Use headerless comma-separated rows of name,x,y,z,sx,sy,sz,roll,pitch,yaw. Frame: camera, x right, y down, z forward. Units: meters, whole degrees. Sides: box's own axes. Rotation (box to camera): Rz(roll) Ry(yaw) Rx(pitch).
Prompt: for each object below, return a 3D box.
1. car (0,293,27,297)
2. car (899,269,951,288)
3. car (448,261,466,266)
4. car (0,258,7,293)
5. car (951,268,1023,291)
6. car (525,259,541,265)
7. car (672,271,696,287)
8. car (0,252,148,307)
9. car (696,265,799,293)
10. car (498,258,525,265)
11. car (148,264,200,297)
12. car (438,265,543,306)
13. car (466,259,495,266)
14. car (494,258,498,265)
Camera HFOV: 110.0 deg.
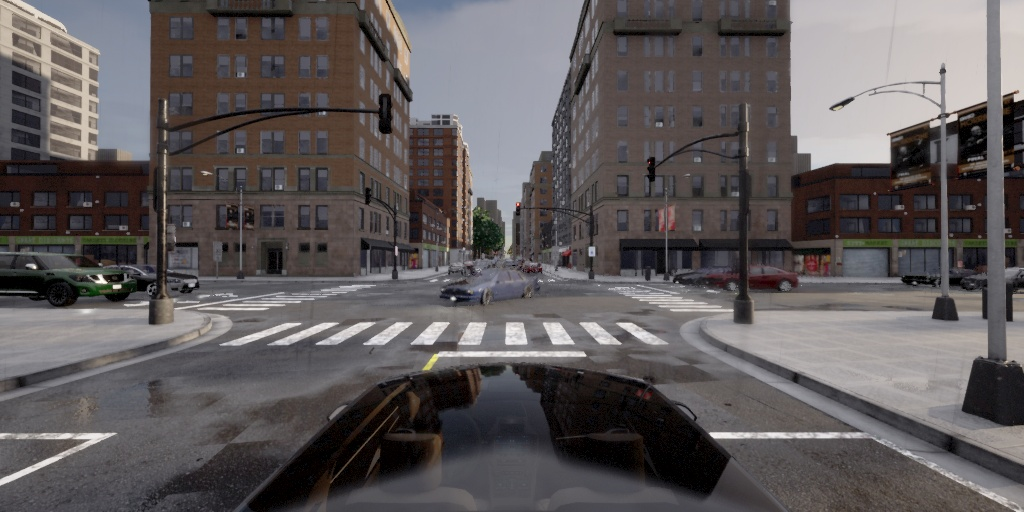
car,-5.856,1.189,1.534,1.967,1.591,4.097,0,0,0
car,29.785,1.530,24.571,4.718,1.301,1.895,0,0,0
car,-6.050,1.329,39.895,2.007,1.370,4.403,0,0,-1
car,-28.377,0.977,17.445,4.553,1.767,2.097,0,0,-1
car,29.694,1.428,21.315,4.674,1.442,1.812,0,0,0
car,2.475,1.324,39.985,1.888,1.381,4.507,0,0,-1
car,13.926,1.405,24.458,5.357,1.411,2.033,0,0,0
car,-18.469,0.858,14.268,5.566,2.045,2.150,0,0,0
car,14.044,1.309,21.208,5.008,1.535,1.882,0,0,0
car,-0.123,1.266,36.325,2.128,1.511,4.902,0,0,0
car,-18.119,1.155,17.513,4.902,1.511,2.128,0,0,-1
car,-0.747,1.267,15.928,2.033,1.411,5.357,0,-1,35
car,-3.255,1.267,37.638,2.128,1.511,4.902,0,0,0
car,-3.360,1.340,47.443,2.033,1.411,5.357,0,0,-1
